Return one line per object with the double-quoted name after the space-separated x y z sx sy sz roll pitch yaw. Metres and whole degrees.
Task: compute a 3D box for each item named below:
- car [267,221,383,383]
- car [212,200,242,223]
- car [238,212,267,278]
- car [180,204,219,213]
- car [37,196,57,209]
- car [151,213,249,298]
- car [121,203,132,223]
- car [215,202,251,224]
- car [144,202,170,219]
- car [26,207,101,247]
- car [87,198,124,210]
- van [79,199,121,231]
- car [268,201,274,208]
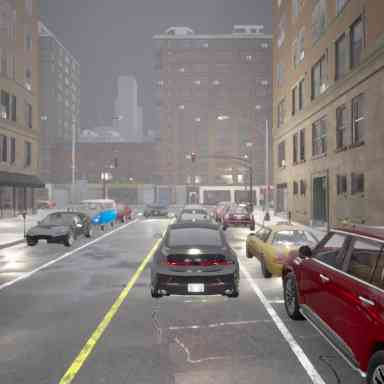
2.677 1.318 4.252 2.192 1.841 5.009 1 0 0 "car"
2.667 1.471 26.184 1.967 1.590 4.097 1 0 0 "car"
2.672 1.534 9.905 1.752 1.417 4.829 1 0 0 "car"
0.094 1.543 16.010 1.812 1.442 4.674 0 0 0 "car"
-18.380 1.222 39.090 4.553 1.767 2.097 0 -1 0 "car"
0.046 1.512 8.533 1.837 1.490 4.892 0 0 -1 "car"
-5.859 1.576 26.181 1.887 1.381 4.507 1 0 0 "car"
2.669 1.463 20.701 1.967 1.590 4.097 1 0 0 "car"
-3.032 1.603 29.593 1.994 1.385 4.181 0 0 -1 "car"
-5.855 1.582 15.216 1.947 1.339 4.313 1 0 0 "car"
-10.953 1.522 42.293 4.181 1.385 1.994 0 -1 0 "car"
-5.855 1.364 20.699 1.690 1.788 3.998 1 0 0 "van"
13.444 1.577 48.851 4.553 1.767 2.097 0 -1 0 "car"
